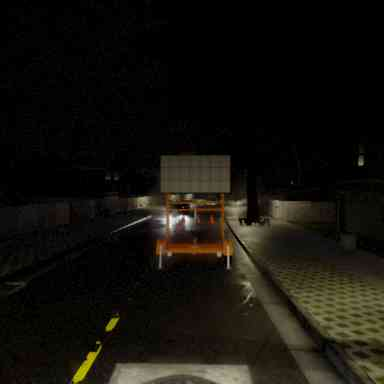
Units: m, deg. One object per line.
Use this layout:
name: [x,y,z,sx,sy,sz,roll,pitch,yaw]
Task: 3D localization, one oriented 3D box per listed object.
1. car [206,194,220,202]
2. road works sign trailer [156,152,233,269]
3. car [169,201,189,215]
car: [4.404,1.369,75.323,2.128,1.511,4.902,0,0,10]
road works sign trailer: [0.114,0.464,11.127,2.380,3.560,2.880,0,0,2]
car: [-1.414,1.594,34.373,1.895,1.301,4.718,0,0,5]
